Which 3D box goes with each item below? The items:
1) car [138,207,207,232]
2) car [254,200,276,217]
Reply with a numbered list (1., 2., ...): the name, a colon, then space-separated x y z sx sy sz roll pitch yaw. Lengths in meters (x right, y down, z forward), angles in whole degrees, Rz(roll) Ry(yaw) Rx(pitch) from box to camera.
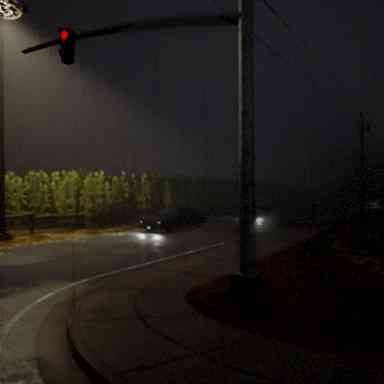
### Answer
1. car: -1.032 1.650 21.236 2.033 1.411 5.357 0 0 33
2. car: 6.892 1.583 33.602 1.882 1.535 5.008 0 0 33
